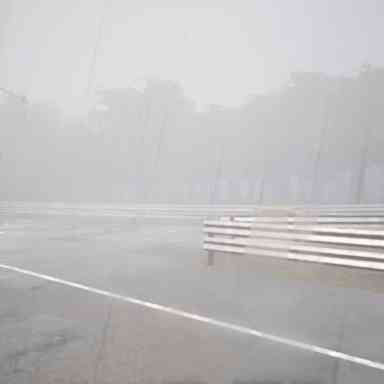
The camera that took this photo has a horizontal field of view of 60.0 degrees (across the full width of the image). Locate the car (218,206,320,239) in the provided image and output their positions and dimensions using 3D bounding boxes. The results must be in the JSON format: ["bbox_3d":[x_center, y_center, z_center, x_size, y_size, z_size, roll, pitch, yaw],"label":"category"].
[{"bbox_3d":[3.740,1.449,16.283,5.008,1.535,1.882,-1,0,13],"label":"car"}]
